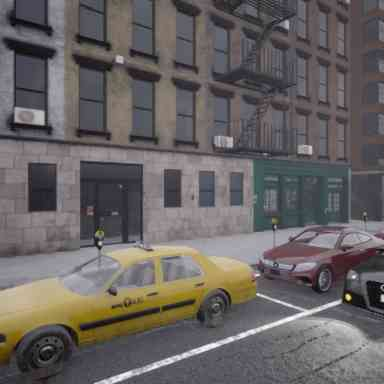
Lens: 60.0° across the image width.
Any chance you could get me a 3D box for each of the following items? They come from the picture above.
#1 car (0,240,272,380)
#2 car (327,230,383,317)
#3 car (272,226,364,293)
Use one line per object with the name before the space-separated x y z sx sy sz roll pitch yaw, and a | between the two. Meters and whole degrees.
car | -1.036 1.525 5.455 4.829 1.417 1.752 0 0 -36
car | 4.818 1.565 6.527 4.181 1.385 1.994 0 0 -36
car | 3.588 1.583 8.768 4.206 1.307 1.802 0 0 -36
